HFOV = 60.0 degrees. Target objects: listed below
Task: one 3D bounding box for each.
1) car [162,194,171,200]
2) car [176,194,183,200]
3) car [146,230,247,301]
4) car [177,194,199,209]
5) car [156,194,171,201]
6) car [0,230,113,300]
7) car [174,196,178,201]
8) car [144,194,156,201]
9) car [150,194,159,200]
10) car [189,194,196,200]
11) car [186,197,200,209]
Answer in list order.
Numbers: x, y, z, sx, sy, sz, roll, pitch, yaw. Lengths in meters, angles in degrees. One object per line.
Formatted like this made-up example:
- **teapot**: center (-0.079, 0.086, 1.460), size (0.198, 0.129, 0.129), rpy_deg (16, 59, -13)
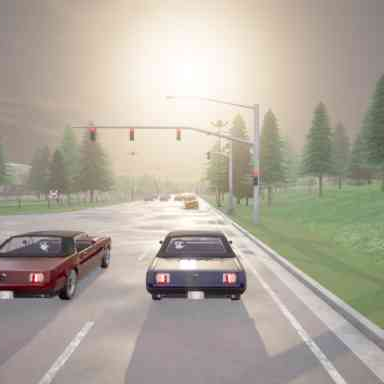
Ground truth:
- **car**: center (-6.819, 1.369, 91.022), size (2.033, 1.411, 5.357), rpy_deg (0, 0, 0)
- **car**: center (-3.319, 1.353, 91.015), size (1.812, 1.442, 4.674), rpy_deg (0, 0, 0)
- **car**: center (0.096, 1.601, 8.301), size (1.895, 1.301, 4.718), rpy_deg (0, 0, 0)
- **car**: center (-0.354, 1.054, 46.584), size (1.882, 1.535, 5.008), rpy_deg (-11, 17, -7)
- **car**: center (-6.840, 1.529, 80.602), size (2.033, 1.411, 5.357), rpy_deg (0, 0, 0)
- **car**: center (-3.405, 1.601, 8.325), size (1.895, 1.301, 4.718), rpy_deg (0, 0, 0)
- **car**: center (-3.339, 1.542, 81.012), size (1.994, 1.385, 4.181), rpy_deg (0, 0, 0)
- **car**: center (-10.340, 1.529, 80.609), size (2.033, 1.411, 5.357), rpy_deg (0, 0, 0)
- **car**: center (-10.319, 1.329, 91.029), size (1.837, 1.490, 4.892), rpy_deg (0, 0, 0)
- **car**: center (0.181, 1.369, 91.008), size (2.033, 1.411, 5.357), rpy_deg (0, 0, 0)
- **car**: center (0.098, 1.589, 49.966), size (2.033, 1.411, 5.357), rpy_deg (0, 2, 0)
